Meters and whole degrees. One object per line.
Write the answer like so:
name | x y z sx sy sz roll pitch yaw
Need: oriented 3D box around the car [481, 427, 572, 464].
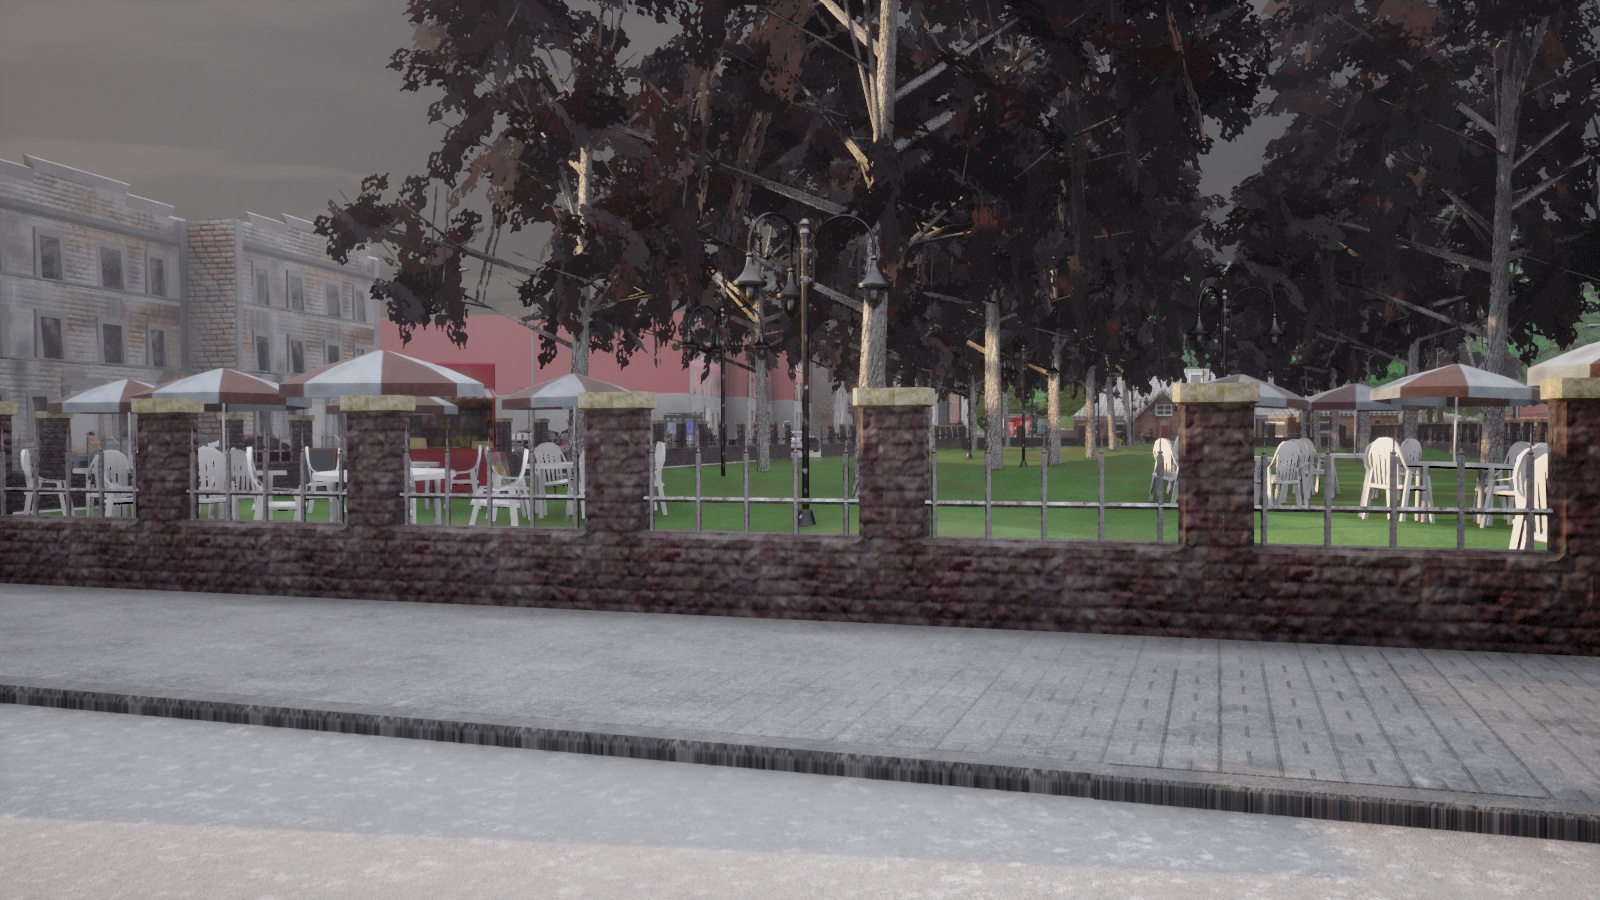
car | -12.935 -0.248 59.718 2.033 1.649 4.856 1 1 18

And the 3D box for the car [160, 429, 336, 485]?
car | -16.201 0.148 37.202 1.882 1.535 5.008 1 1 18

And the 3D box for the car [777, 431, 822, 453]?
car | -0.002 -0.583 85.850 1.970 1.475 3.806 1 1 19
